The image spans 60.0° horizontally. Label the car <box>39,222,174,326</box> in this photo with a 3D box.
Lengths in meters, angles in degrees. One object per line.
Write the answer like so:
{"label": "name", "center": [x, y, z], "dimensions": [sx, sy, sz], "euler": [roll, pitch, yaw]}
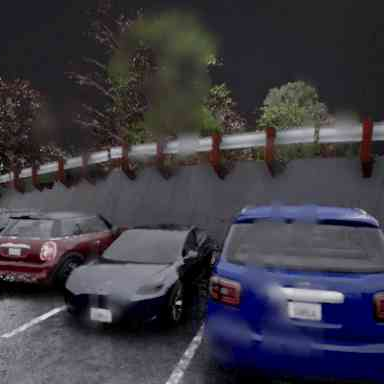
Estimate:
{"label": "car", "center": [-0.731, 1.487, 7.355], "dimensions": [2.163, 1.488, 4.792], "euler": [1, 0, 16]}

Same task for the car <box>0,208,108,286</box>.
{"label": "car", "center": [-3.190, 1.314, 9.113], "dimensions": [2.185, 1.767, 4.553], "euler": [0, -1, 15]}

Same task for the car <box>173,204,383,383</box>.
{"label": "car", "center": [1.750, 1.225, 5.661], "dimensions": [2.435, 2.045, 5.566], "euler": [0, -1, 15]}
